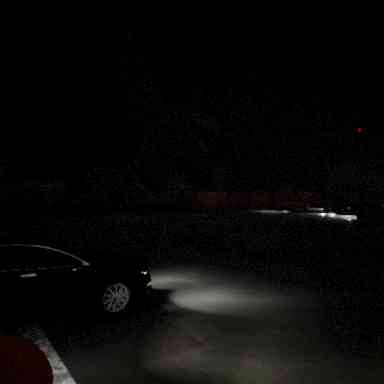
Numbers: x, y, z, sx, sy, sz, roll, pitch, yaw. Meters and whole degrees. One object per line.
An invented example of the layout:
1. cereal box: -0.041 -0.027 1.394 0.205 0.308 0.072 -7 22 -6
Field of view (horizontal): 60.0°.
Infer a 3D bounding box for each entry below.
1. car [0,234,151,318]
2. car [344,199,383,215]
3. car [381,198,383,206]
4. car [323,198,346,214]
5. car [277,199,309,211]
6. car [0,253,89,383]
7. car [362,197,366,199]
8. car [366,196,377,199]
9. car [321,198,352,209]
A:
1. car: -3.079 1.508 5.852 4.892 1.490 1.837 0 0 -35
2. car: 17.833 1.672 33.886 4.181 1.385 1.994 0 0 -35
3. car: 36.474 1.744 60.183 5.357 1.411 2.033 0 0 -38
4. car: 16.619 1.676 37.303 4.181 1.385 1.994 0 0 -35
5. car: 13.191 1.594 43.438 5.008 1.535 1.882 0 0 -35
6. car: -3.254 1.472 1.429 5.008 1.535 1.882 0 0 -35
7. car: 28.866 1.527 54.550 4.553 1.767 2.097 0 0 -35
8. car: 25.049 1.621 43.230 5.008 1.535 1.882 0 0 -35
9. car: 21.418 1.652 49.238 4.892 1.490 1.837 0 0 -35
